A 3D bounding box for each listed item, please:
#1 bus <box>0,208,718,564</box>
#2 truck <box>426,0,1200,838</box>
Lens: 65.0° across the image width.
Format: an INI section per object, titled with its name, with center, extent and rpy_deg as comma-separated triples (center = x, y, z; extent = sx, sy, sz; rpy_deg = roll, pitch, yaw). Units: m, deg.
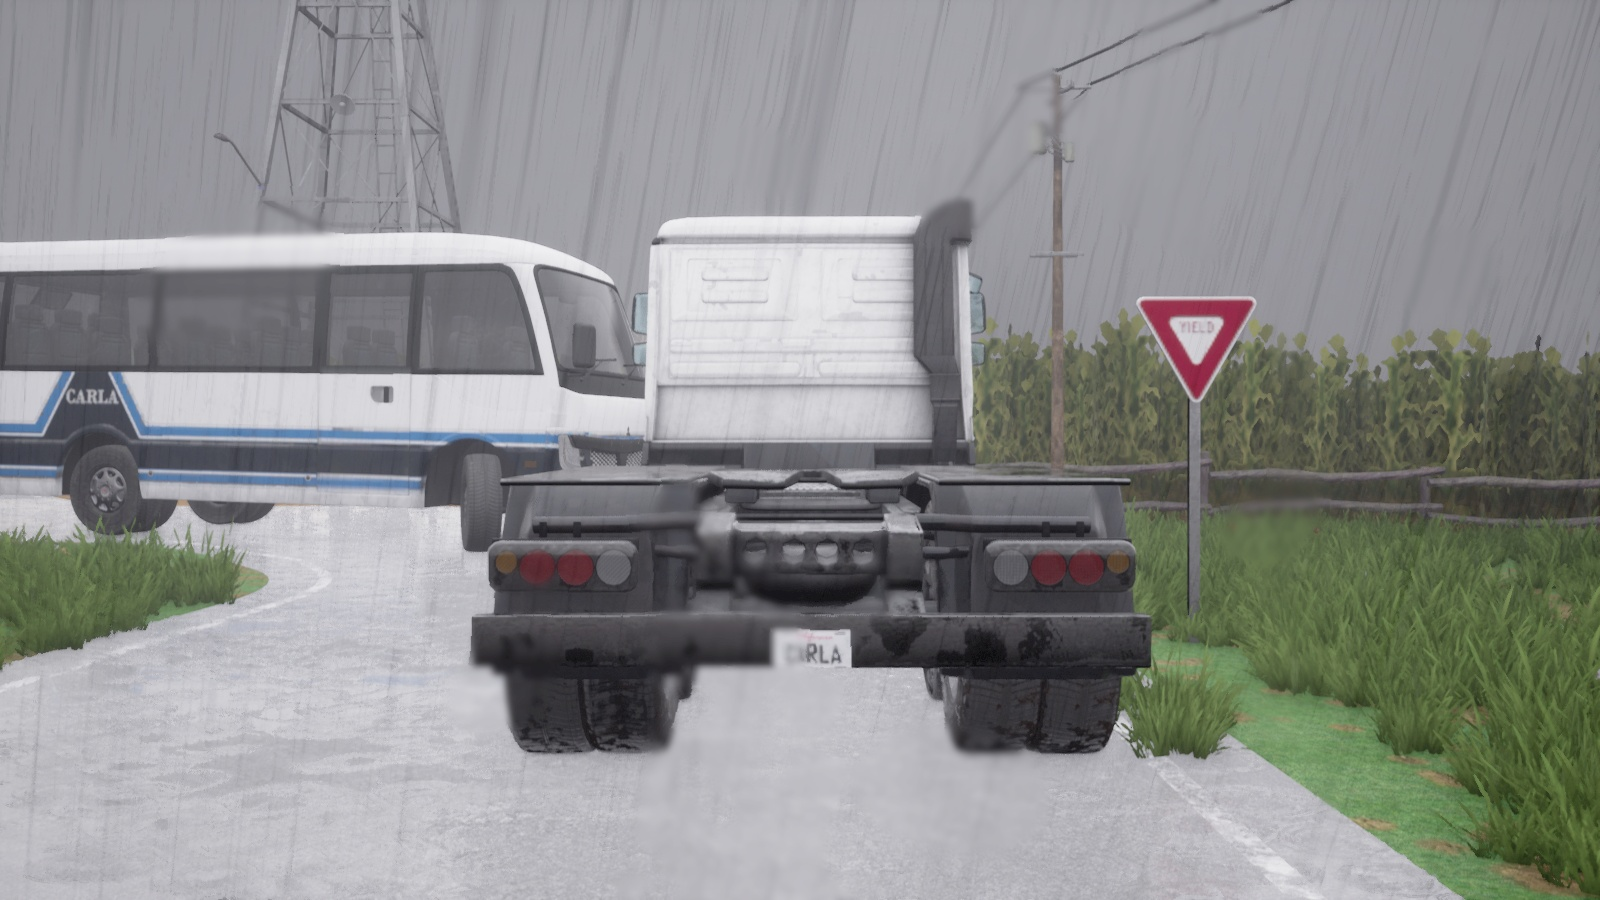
[bus]
center = -6.731, -0.891, 18.165
extent = 10.273, 4.253, 3.944
rpy_deg = 1, 1, 14
[truck]
center = 0.067, -0.316, 8.674
extent = 2.891, 3.462, 7.936
rpy_deg = 0, 1, 0
